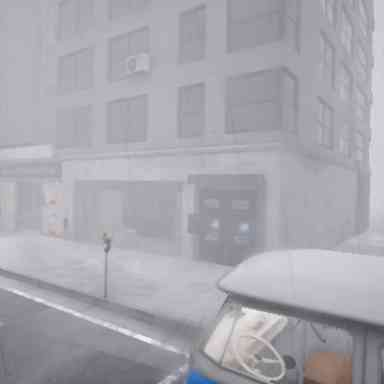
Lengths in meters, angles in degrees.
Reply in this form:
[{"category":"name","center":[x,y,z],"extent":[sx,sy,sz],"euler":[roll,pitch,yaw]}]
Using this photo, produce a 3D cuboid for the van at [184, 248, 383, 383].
[{"category":"van","center":[1.764,1.349,1.688],"extent":[3.998,1.788,1.690],"euler":[1,1,36]}]
